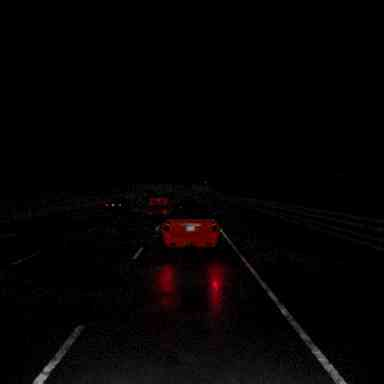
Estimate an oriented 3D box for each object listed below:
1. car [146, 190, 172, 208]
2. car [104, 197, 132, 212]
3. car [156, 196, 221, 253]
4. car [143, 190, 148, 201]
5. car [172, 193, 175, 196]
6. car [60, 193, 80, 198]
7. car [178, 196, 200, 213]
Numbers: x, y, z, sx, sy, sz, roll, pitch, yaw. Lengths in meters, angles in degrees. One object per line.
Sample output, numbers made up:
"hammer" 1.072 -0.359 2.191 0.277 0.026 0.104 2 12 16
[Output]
"car" -3.876 0.948 40.135 2.097 1.767 4.553 0 1 -1
"car" -7.290 1.224 33.016 2.033 1.411 5.357 0 1 -1
"car" -0.061 1.214 13.217 2.097 1.767 4.553 0 0 -1
"car" -7.634 0.599 61.359 2.150 2.045 5.566 0 0 -1
"car" -4.147 0.852 62.462 2.128 1.511 4.902 0 0 -1
"car" -18.089 0.862 49.369 2.128 1.511 4.902 0 1 -1
"car" -0.296 1.206 33.224 2.033 1.411 5.357 0 1 -1
